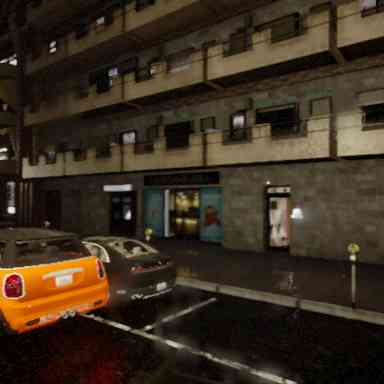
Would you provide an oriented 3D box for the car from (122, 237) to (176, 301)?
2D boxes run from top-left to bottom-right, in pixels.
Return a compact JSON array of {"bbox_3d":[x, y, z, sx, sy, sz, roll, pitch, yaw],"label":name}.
[{"bbox_3d":[-2.397,1.771,8.289,4.403,1.369,2.008,-1,-2,36],"label":"car"}]

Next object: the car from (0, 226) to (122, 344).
[{"bbox_3d":[-3.841,1.519,6.837,4.553,1.767,2.097,-1,-2,37],"label":"car"}]
